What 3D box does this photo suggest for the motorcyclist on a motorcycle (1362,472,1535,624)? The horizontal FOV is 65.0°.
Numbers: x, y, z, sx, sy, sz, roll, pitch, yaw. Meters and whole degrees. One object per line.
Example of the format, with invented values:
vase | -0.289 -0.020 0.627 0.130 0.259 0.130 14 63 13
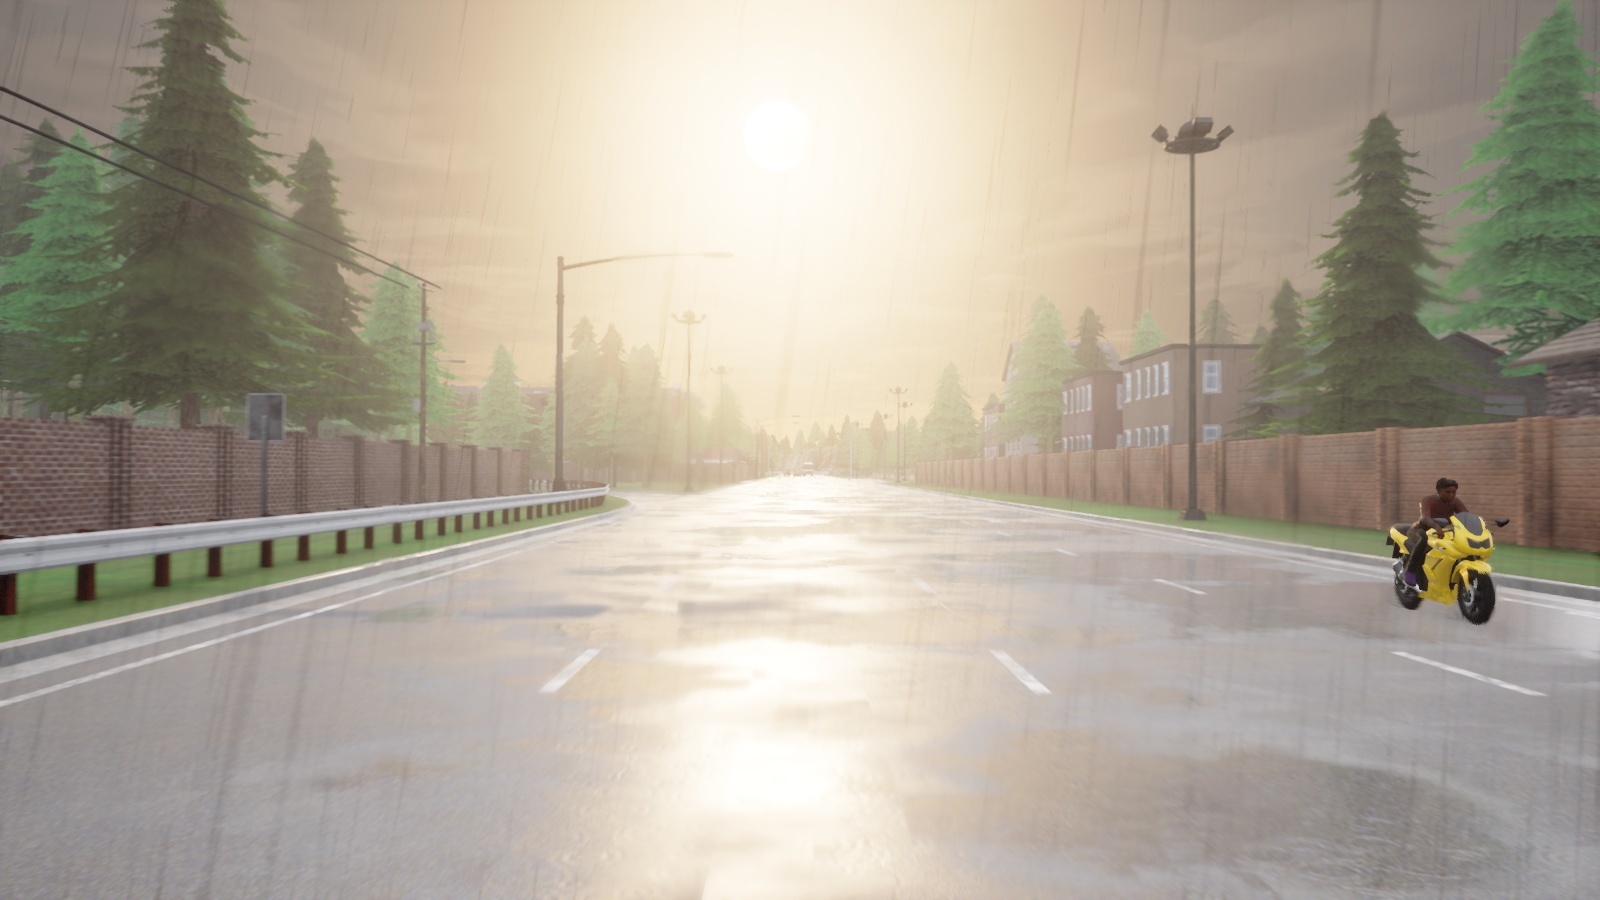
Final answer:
motorcyclist on a motorcycle | 6.967 0.998 13.619 0.797 1.523 2.044 0 -1 0
